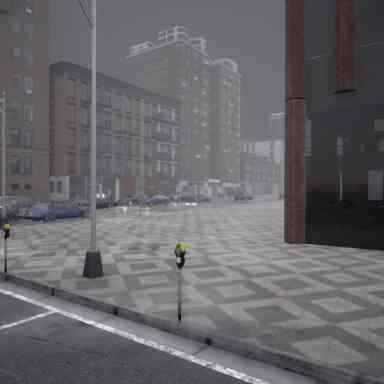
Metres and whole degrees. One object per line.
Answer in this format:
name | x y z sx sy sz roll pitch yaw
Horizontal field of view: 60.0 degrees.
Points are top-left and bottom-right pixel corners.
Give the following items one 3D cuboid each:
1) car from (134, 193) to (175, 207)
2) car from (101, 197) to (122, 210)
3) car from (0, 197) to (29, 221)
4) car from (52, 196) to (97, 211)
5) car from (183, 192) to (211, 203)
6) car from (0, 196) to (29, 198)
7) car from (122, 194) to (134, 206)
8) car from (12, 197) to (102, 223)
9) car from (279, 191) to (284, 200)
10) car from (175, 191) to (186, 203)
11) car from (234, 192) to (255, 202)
car | -4.695 1.047 41.765 1.812 1.442 4.674 0 1 36
car | -10.001 1.248 34.388 1.895 1.301 4.718 0 1 36
car | -12.468 1.338 25.048 2.033 1.411 5.357 0 1 35
car | -12.724 1.196 36.199 1.994 1.385 4.181 0 1 34
car | 1.128 0.952 49.808 1.994 1.385 4.181 0 1 36
car | -15.246 1.125 27.090 2.097 1.767 4.553 0 1 36
car | -7.562 1.015 43.341 1.837 1.490 4.892 0 1 36
car | -9.431 1.345 23.702 2.033 1.411 5.357 0 1 36
car | 17.796 0.523 61.583 2.097 1.767 4.553 0 1 36
car | -1.870 0.731 51.219 2.097 1.767 4.553 0 1 36
car | 8.609 0.804 54.372 1.837 1.490 4.892 0 1 36
